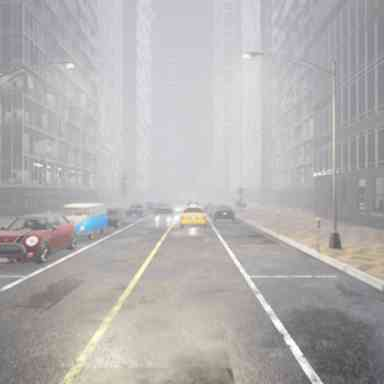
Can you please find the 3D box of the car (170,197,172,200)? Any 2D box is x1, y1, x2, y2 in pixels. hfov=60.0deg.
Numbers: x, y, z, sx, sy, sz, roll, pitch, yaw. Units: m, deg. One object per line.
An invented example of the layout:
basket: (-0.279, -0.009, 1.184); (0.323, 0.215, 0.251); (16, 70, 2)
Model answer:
car: (-5.702, 2.121, 86.028); (1.967, 1.590, 4.097); (0, 0, 0)

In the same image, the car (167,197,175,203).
car: (-5.703, 2.159, 91.720); (1.967, 1.590, 4.097); (0, 0, 0)

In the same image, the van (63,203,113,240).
van: (-5.696, 1.497, 17.721); (1.690, 1.788, 3.998); (0, 0, 0)

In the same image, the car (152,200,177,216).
car: (-3.098, 1.880, 37.041); (1.994, 1.385, 4.181); (0, 0, 0)

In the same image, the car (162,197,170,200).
car: (-5.700, 2.065, 63.257); (1.887, 1.381, 4.507); (0, 0, 0)

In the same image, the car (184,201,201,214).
car: (0.095, 1.901, 41.854); (2.033, 1.411, 5.357); (0, 0, 0)

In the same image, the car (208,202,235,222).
car: (2.684, 1.817, 29.097); (1.947, 1.339, 4.313); (0, 0, 0)

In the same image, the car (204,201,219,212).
car: (2.682, 1.970, 46.174); (1.802, 1.307, 4.206); (0, 0, 0)

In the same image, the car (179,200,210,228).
car: (0.097, 1.671, 24.159); (1.801, 1.575, 5.366); (0, 0, 0)

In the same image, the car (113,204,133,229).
car: (-5.696, 1.770, 23.413); (1.947, 1.339, 4.313); (0, 0, 0)

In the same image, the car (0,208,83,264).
car: (-5.696, 1.548, 12.029); (1.967, 1.590, 4.097); (0, 0, 0)

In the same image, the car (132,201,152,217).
car: (-5.697, 1.864, 34.797); (1.947, 1.339, 4.313); (0, 0, 0)

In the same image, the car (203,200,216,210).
car: (2.681, 1.978, 51.868); (1.887, 1.381, 4.507); (0, 0, 0)

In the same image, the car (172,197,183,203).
car: (-3.011, 1.992, 78.571); (1.994, 1.385, 4.181); (0, 0, 0)

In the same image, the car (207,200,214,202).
car: (2.683, 1.842, 34.790); (1.887, 1.381, 4.507); (0, 0, 0)
